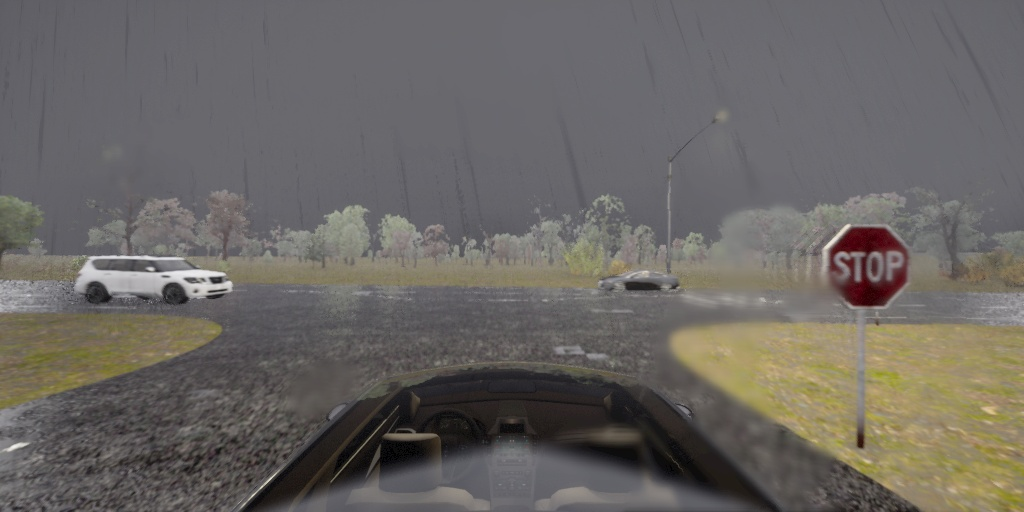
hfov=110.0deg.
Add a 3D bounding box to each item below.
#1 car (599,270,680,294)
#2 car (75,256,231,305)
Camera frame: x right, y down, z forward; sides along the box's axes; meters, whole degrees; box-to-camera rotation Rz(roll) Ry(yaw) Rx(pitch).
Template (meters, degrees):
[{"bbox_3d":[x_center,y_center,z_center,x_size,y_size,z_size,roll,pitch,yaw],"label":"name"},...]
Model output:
[{"bbox_3d":[8.050,1.618,22.804,4.902,1.511,2.128,1,0,0],"label":"car"},{"bbox_3d":[-15.811,1.018,15.974,5.566,2.045,2.150,1,0,0],"label":"car"}]
